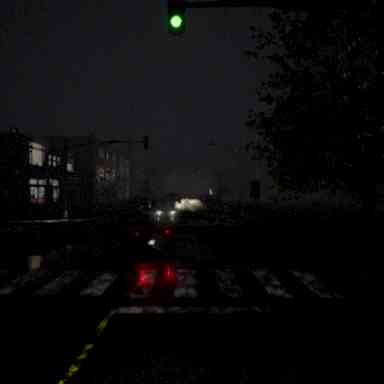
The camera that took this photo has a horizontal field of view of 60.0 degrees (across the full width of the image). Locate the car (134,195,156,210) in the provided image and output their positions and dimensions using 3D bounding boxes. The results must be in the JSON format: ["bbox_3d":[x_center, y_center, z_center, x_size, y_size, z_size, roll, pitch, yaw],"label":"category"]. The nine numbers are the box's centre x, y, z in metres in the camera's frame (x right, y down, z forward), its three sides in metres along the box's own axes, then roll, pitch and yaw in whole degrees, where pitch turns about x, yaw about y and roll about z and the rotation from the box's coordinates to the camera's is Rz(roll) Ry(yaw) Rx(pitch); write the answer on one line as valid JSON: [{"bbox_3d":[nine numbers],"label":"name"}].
[{"bbox_3d":[-5.691,1.233,37.479,2.192,1.841,5.009,0,0,0],"label":"car"}]

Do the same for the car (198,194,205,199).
[{"bbox_3d":[2.680,1.368,92.994,1.947,1.339,4.313,0,0,0],"label":"car"}]

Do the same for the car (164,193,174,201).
[{"bbox_3d":[-5.698,1.140,81.887,2.192,1.841,5.009,0,0,0],"label":"car"}]

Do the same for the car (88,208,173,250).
[{"bbox_3d":[-2.827,1.569,14.208,1.895,1.301,4.718,0,0,-36],"label":"car"}]

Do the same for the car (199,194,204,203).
[{"bbox_3d":[2.686,1.434,54.137,2.008,1.369,4.403,0,0,0],"label":"car"}]

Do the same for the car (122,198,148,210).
[{"bbox_3d":[-5.691,1.512,31.929,1.802,1.307,4.206,0,0,0],"label":"car"}]

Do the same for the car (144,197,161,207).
[{"bbox_3d":[-5.694,1.445,48.582,2.008,1.369,4.403,0,0,0],"label":"car"}]

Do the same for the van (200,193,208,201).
[{"bbox_3d":[2.684,1.177,76.340,1.690,1.788,3.998,0,0,0],"label":"van"}]

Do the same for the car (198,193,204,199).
[{"bbox_3d":[2.684,1.425,65.239,1.947,1.339,4.313,0,0,0],"label":"car"}]

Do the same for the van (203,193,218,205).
[{"bbox_3d":[2.689,1.247,43.034,1.690,1.788,3.998,0,0,0],"label":"van"}]

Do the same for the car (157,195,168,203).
[{"bbox_3d":[-5.696,1.385,65.065,1.752,1.417,4.829,0,0,0],"label":"car"}]

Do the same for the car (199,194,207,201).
[{"bbox_3d":[2.682,1.350,82.061,1.752,1.417,4.829,0,0,0],"label":"car"}]

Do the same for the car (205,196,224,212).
[{"bbox_3d":[2.688,1.443,37.653,1.752,1.417,4.829,0,0,0],"label":"car"}]

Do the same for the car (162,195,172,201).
[{"bbox_3d":[-5.698,1.387,76.337,2.008,1.369,4.403,0,0,0],"label":"car"}]

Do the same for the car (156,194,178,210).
[{"bbox_3d":[-3.098,1.388,41.163,1.882,1.535,5.008,0,0,0],"label":"car"}]

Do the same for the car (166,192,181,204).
[{"bbox_3d":[-3.047,1.094,58.762,2.150,2.045,5.566,0,0,0],"label":"car"}]
